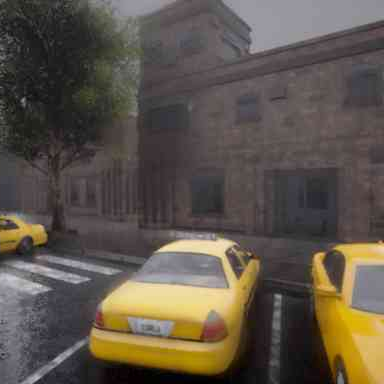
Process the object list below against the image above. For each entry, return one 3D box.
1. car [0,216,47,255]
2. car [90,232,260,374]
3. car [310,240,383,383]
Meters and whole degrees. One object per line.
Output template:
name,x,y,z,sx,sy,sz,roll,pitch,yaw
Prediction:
car,-7.212,1.482,11.028,1.946,1.575,5.366,1,-1,16
car,0.224,1.508,6.152,1.946,1.575,5.366,0,-1,15
car,2.634,1.488,4.246,2.097,1.535,5.008,0,-1,15
